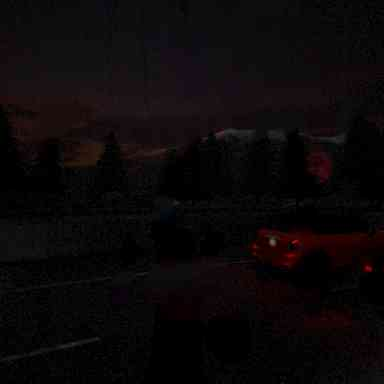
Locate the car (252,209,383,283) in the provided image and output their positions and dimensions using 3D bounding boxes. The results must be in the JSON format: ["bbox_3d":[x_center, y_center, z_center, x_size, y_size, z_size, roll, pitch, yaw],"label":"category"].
[{"bbox_3d":[4.110,1.366,9.752,4.553,1.767,2.097,0,0,-23],"label":"car"}]

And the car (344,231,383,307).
[{"bbox_3d":[5.354,1.577,6.491,4.181,1.385,1.994,0,0,-24],"label":"car"}]
